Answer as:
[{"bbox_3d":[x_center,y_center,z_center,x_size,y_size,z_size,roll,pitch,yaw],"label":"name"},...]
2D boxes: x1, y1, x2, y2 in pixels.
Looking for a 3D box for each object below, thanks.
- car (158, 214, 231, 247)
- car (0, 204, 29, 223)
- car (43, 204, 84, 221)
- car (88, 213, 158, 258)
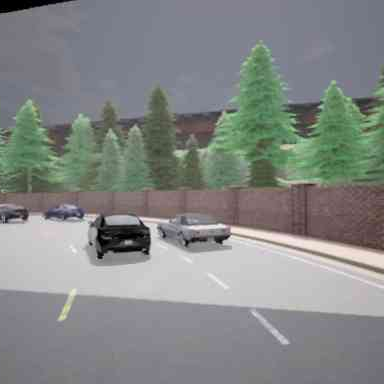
[{"bbox_3d":[-0.119,1.658,15.483,1.895,1.301,4.718,-1,0,-23],"label":"car"},{"bbox_3d":[-16.167,1.822,28.960,4.892,1.490,1.837,-1,-1,34],"label":"car"},{"bbox_3d":[-11.493,1.785,29.863,4.674,1.442,1.812,-1,-1,39],"label":"car"},{"bbox_3d":[-3.070,1.567,13.466,1.882,1.535,5.008,0,0,-22],"label":"car"}]
